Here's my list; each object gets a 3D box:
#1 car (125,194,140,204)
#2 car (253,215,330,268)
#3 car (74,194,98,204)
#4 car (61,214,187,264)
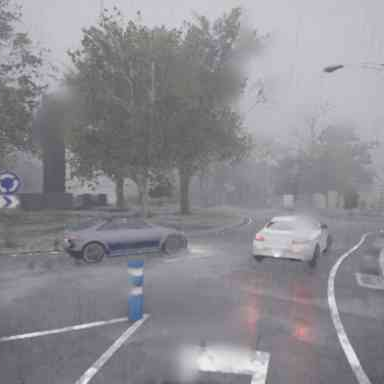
[{"bbox_3d":[-9.063,1.044,50.831,4.674,1.442,1.812,1,1,34],"label":"car"},{"bbox_3d":[3.469,1.488,11.251,1.812,1.442,4.674,0,0,29],"label":"car"},{"bbox_3d":[-15.317,1.009,46.486,4.892,1.490,1.837,0,-1,-4],"label":"car"},{"bbox_3d":[-2.249,1.477,11.454,4.181,1.385,1.994,0,1,-32],"label":"car"}]
